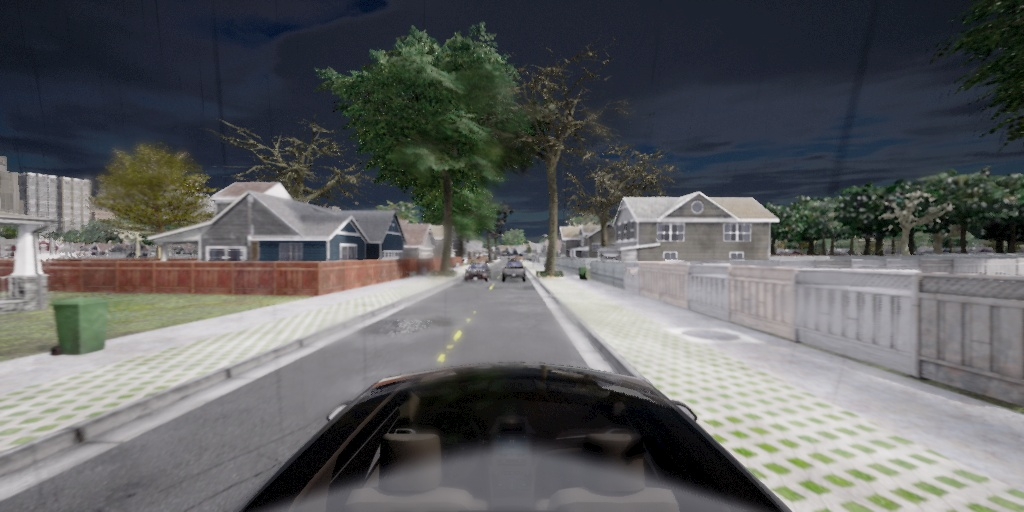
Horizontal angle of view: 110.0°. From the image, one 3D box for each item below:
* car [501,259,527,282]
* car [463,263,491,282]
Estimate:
[{"bbox_3d":[0.162,1.224,29.091,2.128,1.511,4.902,0,0,1],"label":"car"},{"bbox_3d":[-2.651,1.272,28.710,2.033,1.411,5.357,0,0,0],"label":"car"}]
